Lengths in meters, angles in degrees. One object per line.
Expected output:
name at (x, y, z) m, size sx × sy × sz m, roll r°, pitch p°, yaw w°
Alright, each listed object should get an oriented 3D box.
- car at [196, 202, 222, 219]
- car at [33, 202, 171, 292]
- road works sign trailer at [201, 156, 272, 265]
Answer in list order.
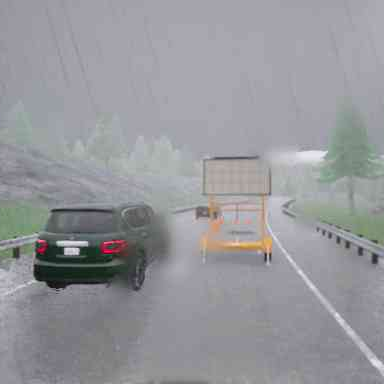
car at (1.639, 1.649, 30.845) m, size 1.882 × 1.535 × 5.008 m, roll 0°, pitch 0°, yaw 12°
car at (-2.070, 1.282, 9.335) m, size 2.150 × 2.045 × 5.566 m, roll 0°, pitch 0°, yaw 7°
road works sign trailer at (1.628, 0.529, 12.001) m, size 2.380 × 3.560 × 2.880 m, roll 0°, pitch 0°, yaw 9°
